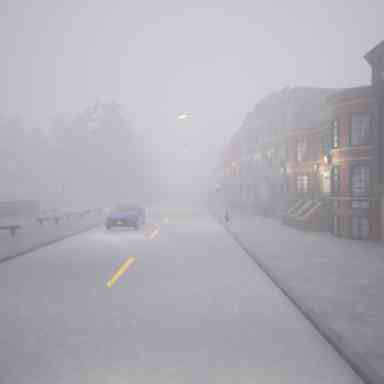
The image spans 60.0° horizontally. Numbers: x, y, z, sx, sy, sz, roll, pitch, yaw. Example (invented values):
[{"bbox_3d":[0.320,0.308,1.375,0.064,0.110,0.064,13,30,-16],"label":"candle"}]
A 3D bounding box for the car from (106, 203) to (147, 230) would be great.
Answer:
[{"bbox_3d":[-4.093,1.469,21.244,1.882,1.535,5.008,0,0,0],"label":"car"}]
